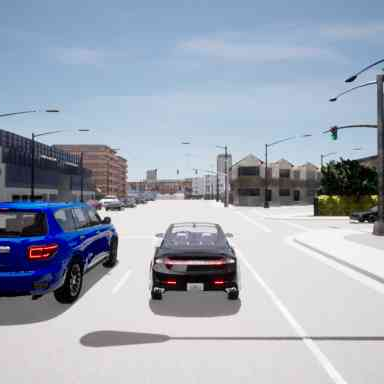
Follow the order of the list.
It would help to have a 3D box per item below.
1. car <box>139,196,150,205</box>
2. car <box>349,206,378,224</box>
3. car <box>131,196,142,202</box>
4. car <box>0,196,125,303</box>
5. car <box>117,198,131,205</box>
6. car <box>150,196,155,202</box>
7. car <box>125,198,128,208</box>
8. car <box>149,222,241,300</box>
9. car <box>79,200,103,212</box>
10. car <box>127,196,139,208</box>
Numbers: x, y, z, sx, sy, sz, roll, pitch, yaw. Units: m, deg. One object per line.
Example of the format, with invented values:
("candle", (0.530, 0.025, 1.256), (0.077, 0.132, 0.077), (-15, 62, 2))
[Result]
("car", (-10.553, 1.826, 69.557), (1.837, 1.490, 4.892), (0, 1, 0))
("car", (15.081, 1.686, 25.544), (5.357, 1.411, 2.033), (0, -1, 0))
("car", (-14.064, 1.679, 84.388), (1.837, 1.490, 4.892), (0, 0, 0))
("car", (-3.439, 1.240, 8.379), (2.150, 2.045, 5.566), (0, 0, 0))
("car", (-14.052, 1.929, 69.049), (1.895, 1.301, 4.718), (0, 1, 0))
("car", (-10.564, 1.679, 84.640), (1.837, 1.490, 4.892), (0, 0, 0))
("car", (-10.631, 1.939, 46.126), (1.994, 1.385, 4.181), (0, 0, 0))
("car", (0.062, 1.507, 8.422), (2.128, 1.511, 4.902), (0, 0, 0))
("car", (-14.136, 1.862, 46.910), (1.882, 1.535, 5.008), (0, -1, 0))
("car", (-10.624, 1.786, 55.441), (2.097, 1.767, 4.553), (0, 0, 0))
